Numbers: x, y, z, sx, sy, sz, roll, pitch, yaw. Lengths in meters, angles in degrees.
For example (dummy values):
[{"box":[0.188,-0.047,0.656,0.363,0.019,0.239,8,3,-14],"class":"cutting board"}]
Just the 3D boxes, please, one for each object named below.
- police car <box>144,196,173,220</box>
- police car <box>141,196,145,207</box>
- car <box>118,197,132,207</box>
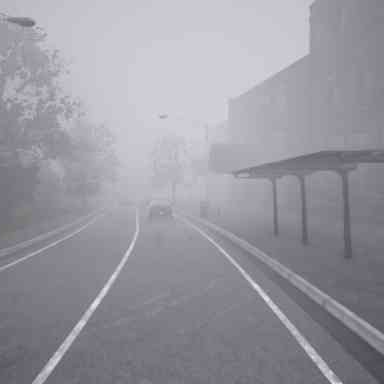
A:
[{"box":[-2.795,1.400,28.318,1.930,1.638,5.238,-1,0,-9],"class":"police car"},{"box":[-7.146,1.511,53.478,2.038,1.542,4.974,-1,0,-9],"class":"police car"},{"box":[-10.792,1.552,53.658,1.882,1.535,5.008,-1,0,-9],"class":"car"}]
